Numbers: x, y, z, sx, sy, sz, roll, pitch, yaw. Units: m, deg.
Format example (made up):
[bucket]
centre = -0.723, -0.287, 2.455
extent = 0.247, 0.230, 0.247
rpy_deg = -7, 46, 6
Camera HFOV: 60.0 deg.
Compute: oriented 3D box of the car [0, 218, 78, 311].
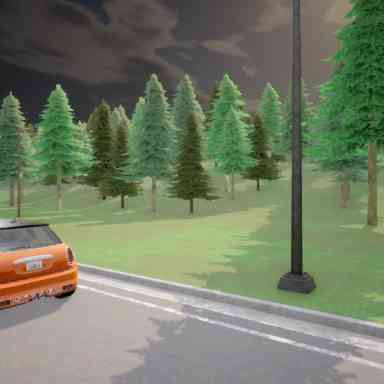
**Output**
[car]
centre = -4.586, 1.352, 7.265
extent = 4.553, 1.767, 2.097
rpy_deg = 0, 0, 36
